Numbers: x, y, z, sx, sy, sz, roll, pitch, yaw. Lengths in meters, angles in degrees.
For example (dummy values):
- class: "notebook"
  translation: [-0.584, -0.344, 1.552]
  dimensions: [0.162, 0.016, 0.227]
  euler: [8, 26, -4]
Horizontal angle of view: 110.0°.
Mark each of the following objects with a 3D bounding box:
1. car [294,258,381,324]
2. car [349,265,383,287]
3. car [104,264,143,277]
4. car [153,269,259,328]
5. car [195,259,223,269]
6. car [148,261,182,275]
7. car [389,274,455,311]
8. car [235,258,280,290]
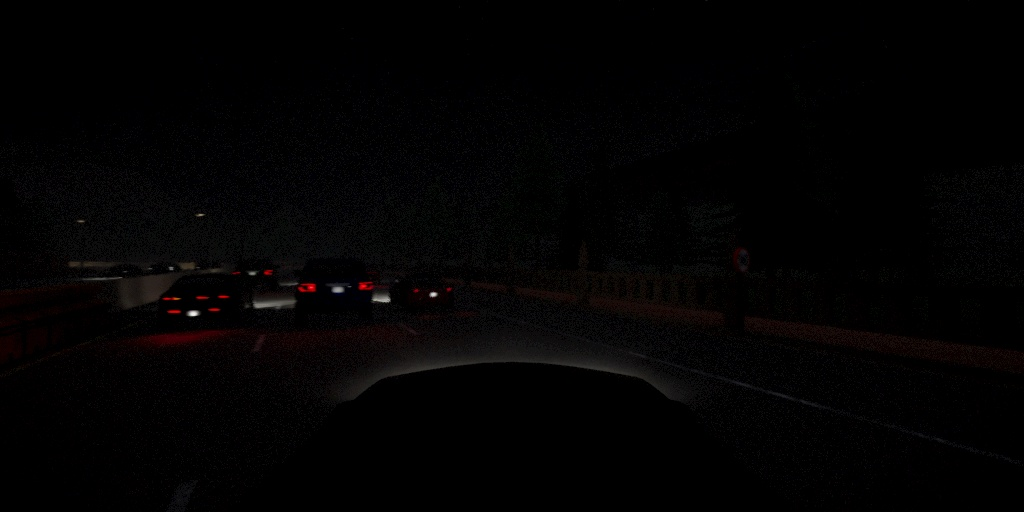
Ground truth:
- class: "car"
  translation: [-6.387, 1.088, 12.770]
  dimensions: [2.150, 2.045, 5.566]
  euler: [1, -1, -30]
- class: "car"
  translation: [-12.069, 1.537, 29.475]
  dimensions: [1.882, 1.535, 5.008]
  euler: [1, -1, -30]
- class: "car"
  translation: [-42.515, 1.574, 39.408]
  dimensions: [2.033, 1.411, 5.357]
  euler: [1, -1, -32]
- class: "car"
  translation: [-9.970, 1.340, 11.987]
  dimensions: [1.837, 1.490, 4.892]
  euler: [1, -1, -30]
- class: "car"
  translation: [-37.535, 1.346, 44.511]
  dimensions: [2.150, 2.045, 5.566]
  euler: [1, -1, -33]
- class: "car"
  translation: [-39.277, 1.415, 40.702]
  dimensions: [2.097, 1.767, 4.553]
  euler: [1, -1, -33]
- class: "car"
  translation: [-4.050, 1.482, 15.733]
  dimensions: [1.994, 1.385, 4.181]
  euler: [1, -1, -30]
- class: "car"
  translation: [-16.977, 1.181, 23.960]
  dimensions: [2.150, 2.045, 5.566]
  euler: [1, -1, -30]
